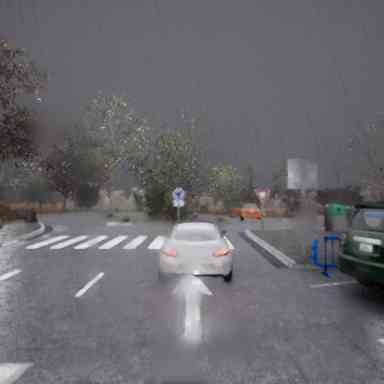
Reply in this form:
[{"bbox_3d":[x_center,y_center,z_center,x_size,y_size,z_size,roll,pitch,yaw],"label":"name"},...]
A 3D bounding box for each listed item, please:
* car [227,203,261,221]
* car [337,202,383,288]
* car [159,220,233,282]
[{"bbox_3d":[5.109,1.825,33.006,2.097,1.767,4.553,-1,0,-11],"label":"car"},{"bbox_3d":[6.026,1.258,7.624,5.566,2.045,2.435,1,0,-20],"label":"car"},{"bbox_3d":[0.095,1.554,9.771,1.812,1.442,4.674,0,0,0],"label":"car"}]
